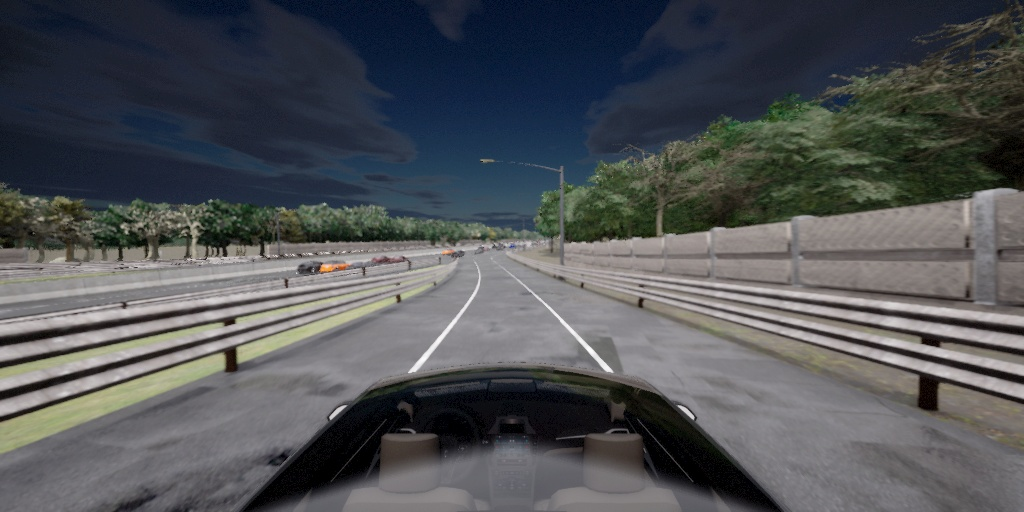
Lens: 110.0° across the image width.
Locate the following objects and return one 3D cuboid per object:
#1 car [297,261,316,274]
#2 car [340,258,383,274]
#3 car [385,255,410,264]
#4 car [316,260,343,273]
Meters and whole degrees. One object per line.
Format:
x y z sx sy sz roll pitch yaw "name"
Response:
-26.028 1.415 47.417 1.837 1.490 4.892 0 3 11 "car"
-19.168 1.457 46.028 2.128 1.511 4.902 0 3 11 "car"
-19.447 0.623 62.236 1.812 1.442 4.674 0 3 11 "car"
-22.607 1.298 46.674 2.097 1.767 4.553 0 3 11 "car"
